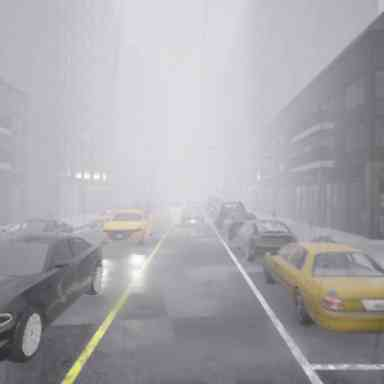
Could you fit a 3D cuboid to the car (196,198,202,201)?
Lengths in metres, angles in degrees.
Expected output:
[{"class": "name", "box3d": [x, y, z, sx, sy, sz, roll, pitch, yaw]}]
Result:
[{"class": "car", "box3d": [0.067, 1.975, 44.961, 1.812, 1.442, 4.674, 0, -1, 0]}]

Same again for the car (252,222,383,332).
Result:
[{"class": "car", "box3d": [2.668, 1.597, 7.048, 1.752, 1.417, 4.829, 0, -1, 0]}]

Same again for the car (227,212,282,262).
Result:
[{"class": "car", "box3d": [2.669, 1.677, 12.472, 2.008, 1.369, 4.403, 0, -1, 0]}]

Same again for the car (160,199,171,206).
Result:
[{"class": "car", "box3d": [-5.853, 2.299, 74.001, 2.008, 1.369, 4.403, 0, -1, 0]}]

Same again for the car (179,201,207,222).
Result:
[{"class": "car", "box3d": [0.066, 1.814, 28.851, 1.812, 1.442, 4.674, 0, 0, 0]}]

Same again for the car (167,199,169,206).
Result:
[{"class": "car", "box3d": [-5.853, 2.177, 62.810, 1.887, 1.381, 4.507, 0, -1, 0]}]

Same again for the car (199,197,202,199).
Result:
[{"class": "car", "box3d": [2.672, 2.072, 62.819, 1.967, 1.590, 4.097, 0, -1, 0]}]

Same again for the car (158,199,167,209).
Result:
[{"class": "car", "box3d": [-5.854, 2.119, 57.214, 1.887, 1.381, 4.507, 0, -1, 0]}]

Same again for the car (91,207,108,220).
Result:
[{"class": "car", "box3d": [-5.856, 1.760, 23.472, 1.752, 1.417, 4.829, 0, -1, 0]}]

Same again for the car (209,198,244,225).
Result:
[{"class": "car", "box3d": [2.669, 1.552, 23.663, 2.192, 1.841, 5.009, 0, -1, 0]}]

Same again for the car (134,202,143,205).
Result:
[{"class": "car", "box3d": [-5.856, 1.843, 29.237, 2.008, 1.369, 4.403, 0, -1, 0]}]

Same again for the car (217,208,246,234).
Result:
[{"class": "car", "box3d": [2.669, 1.747, 18.066, 1.947, 1.339, 4.313, 0, -1, 0]}]

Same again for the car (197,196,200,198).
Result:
[{"class": "car", "box3d": [2.673, 2.358, 79.600, 2.008, 1.369, 4.403, 0, -1, 0]}]

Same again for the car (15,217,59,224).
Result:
[{"class": "car", "box3d": [-5.857, 1.670, 12.451, 1.887, 1.381, 4.507, 0, -1, 0]}]

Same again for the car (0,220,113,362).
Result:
[{"class": "car", "box3d": [-3.099, 1.541, 6.195, 1.882, 1.535, 5.008, 0, -1, 0]}]

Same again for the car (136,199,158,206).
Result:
[{"class": "car", "box3d": [-5.855, 1.719, 40.430, 2.192, 1.841, 5.009, 0, -1, 0]}]

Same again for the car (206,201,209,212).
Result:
[{"class": "car", "box3d": [2.671, 1.930, 34.848, 1.802, 1.307, 4.206, 0, -1, 0]}]

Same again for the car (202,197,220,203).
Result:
[{"class": "car", "box3d": [3.004, 1.691, 46.674, 2.150, 2.045, 5.566, 0, -1, 0]}]

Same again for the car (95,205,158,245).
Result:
[{"class": "car", "box3d": [-3.083, 1.646, 16.747, 1.882, 1.535, 5.008, 0, -1, 1]}]

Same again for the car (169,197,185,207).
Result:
[{"class": "car", "box3d": [-3.019, 2.132, 63.159, 2.128, 1.511, 4.902, 0, -1, 1]}]
